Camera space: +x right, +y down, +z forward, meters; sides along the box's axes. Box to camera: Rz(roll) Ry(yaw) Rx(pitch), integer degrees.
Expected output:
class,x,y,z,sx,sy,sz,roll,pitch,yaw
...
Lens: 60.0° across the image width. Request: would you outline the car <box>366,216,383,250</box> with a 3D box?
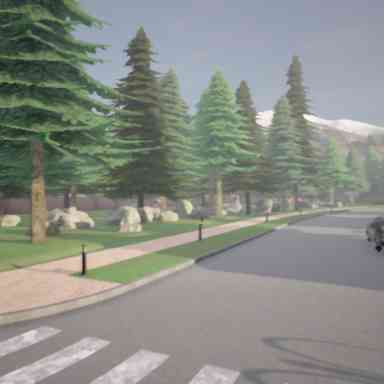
class,x,y,z,sx,sy,sz,roll,pitch,yaw
car,9.215,1.805,15.246,2.033,1.411,5.357,-1,-1,22
